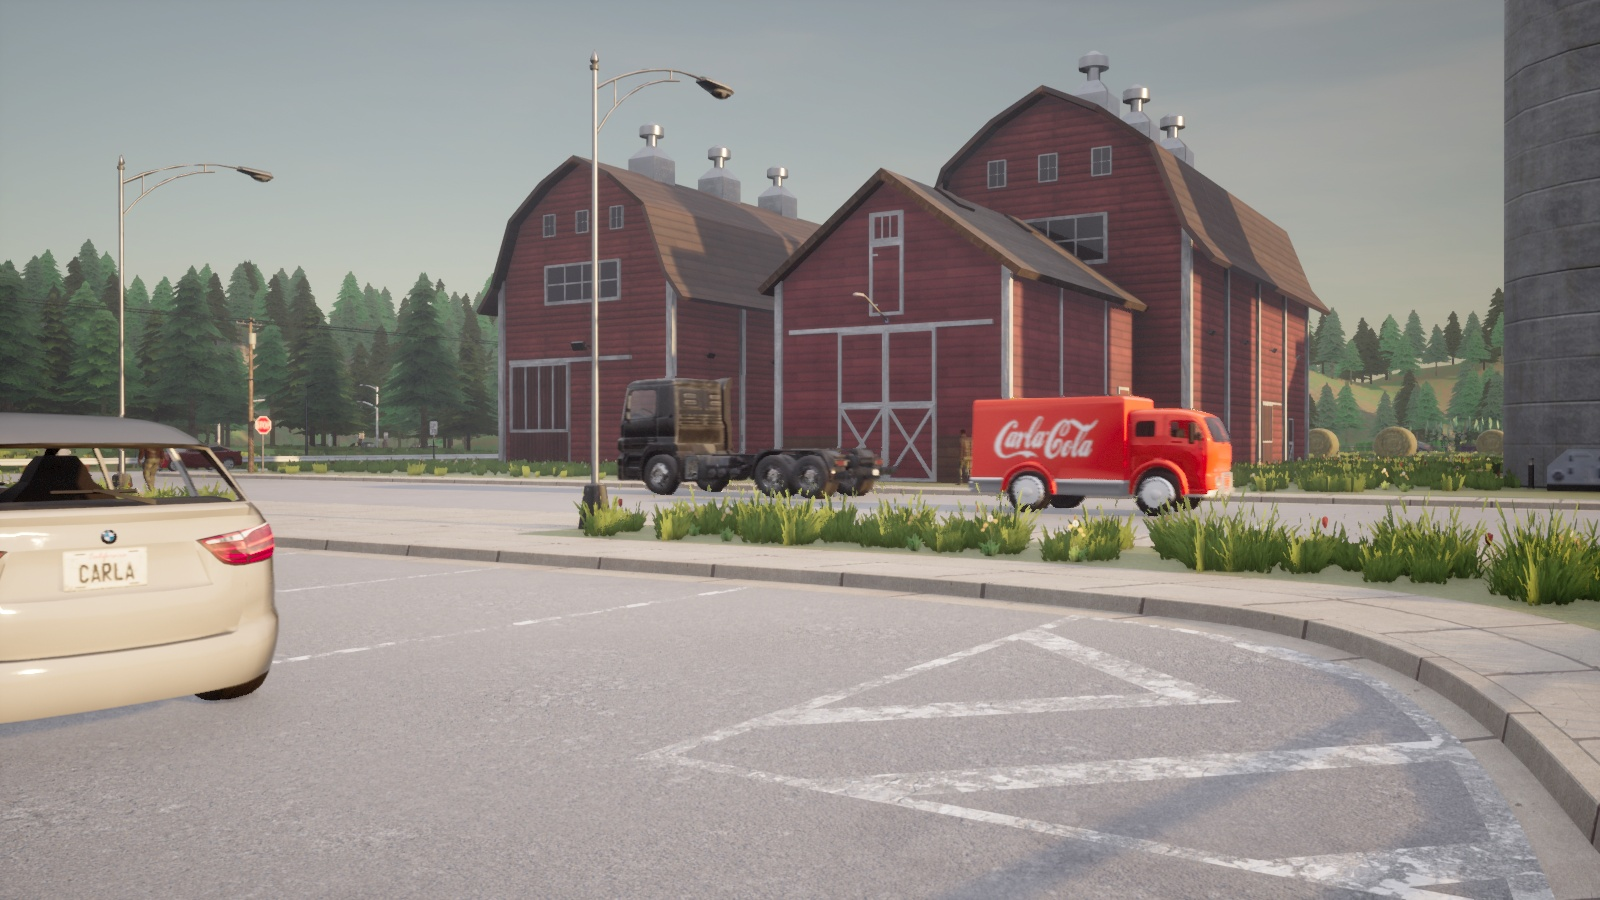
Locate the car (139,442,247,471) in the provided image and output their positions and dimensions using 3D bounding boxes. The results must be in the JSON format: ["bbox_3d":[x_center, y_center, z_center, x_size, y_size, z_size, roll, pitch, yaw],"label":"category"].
[{"bbox_3d":[-32.625,0.315,67.654,1.882,1.535,5.008,0,0,33],"label":"car"}]

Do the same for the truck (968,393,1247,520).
[{"bbox_3d":[6.531,0.113,26.797,5.204,2.467,2.627,0,0,32],"label":"truck"}]

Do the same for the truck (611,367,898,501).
[{"bbox_3d":[-1.398,-0.439,35.827,7.936,3.462,2.891,0,0,32],"label":"truck"}]

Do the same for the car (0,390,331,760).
[{"bbox_3d":[-5.093,0.545,7.482,4.611,1.667,2.242,0,0,38],"label":"car"}]

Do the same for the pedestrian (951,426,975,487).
[{"bbox_3d":[4.981,0.185,38.377,0.431,1.840,0.703,0,0,-26],"label":"pedestrian"}]
